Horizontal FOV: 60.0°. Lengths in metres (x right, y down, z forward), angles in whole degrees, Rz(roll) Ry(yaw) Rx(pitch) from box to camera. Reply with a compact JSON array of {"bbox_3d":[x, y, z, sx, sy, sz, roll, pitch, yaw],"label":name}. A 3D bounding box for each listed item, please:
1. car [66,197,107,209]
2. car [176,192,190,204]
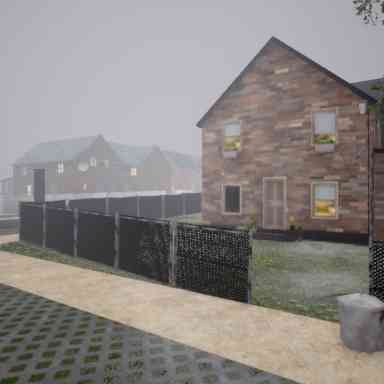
[{"bbox_3d":[-8.547,1.124,26.072,1.994,1.385,4.181,0,1,34],"label":"car"},{"bbox_3d":[-0.936,0.761,37.485,1.812,1.442,4.674,0,1,34],"label":"car"}]
